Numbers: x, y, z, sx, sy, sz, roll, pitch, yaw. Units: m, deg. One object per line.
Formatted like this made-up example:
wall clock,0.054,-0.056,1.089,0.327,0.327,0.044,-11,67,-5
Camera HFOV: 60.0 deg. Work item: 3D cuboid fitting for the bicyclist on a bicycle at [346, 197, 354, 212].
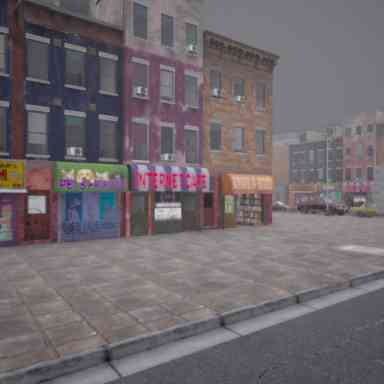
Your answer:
bicyclist on a bicycle,17.485,1.373,36.729,1.656,1.620,0.582,0,0,-35

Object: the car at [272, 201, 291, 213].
car,9.765,1.658,37.829,1.802,1.307,4.206,0,0,-35

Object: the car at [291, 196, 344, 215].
car,12.930,1.377,33.390,2.192,1.841,5.009,0,0,-35

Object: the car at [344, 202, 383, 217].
car,16.194,1.573,28.813,1.752,1.417,4.829,0,0,-35
